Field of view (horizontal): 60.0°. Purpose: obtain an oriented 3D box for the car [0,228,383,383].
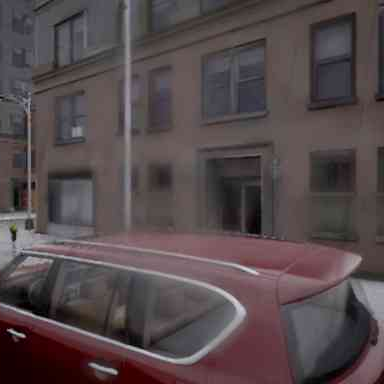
[{"bbox_3d":[-0.757,1.314,3.351,5.009,1.841,2.192,0,0,35],"label":"car"}]
